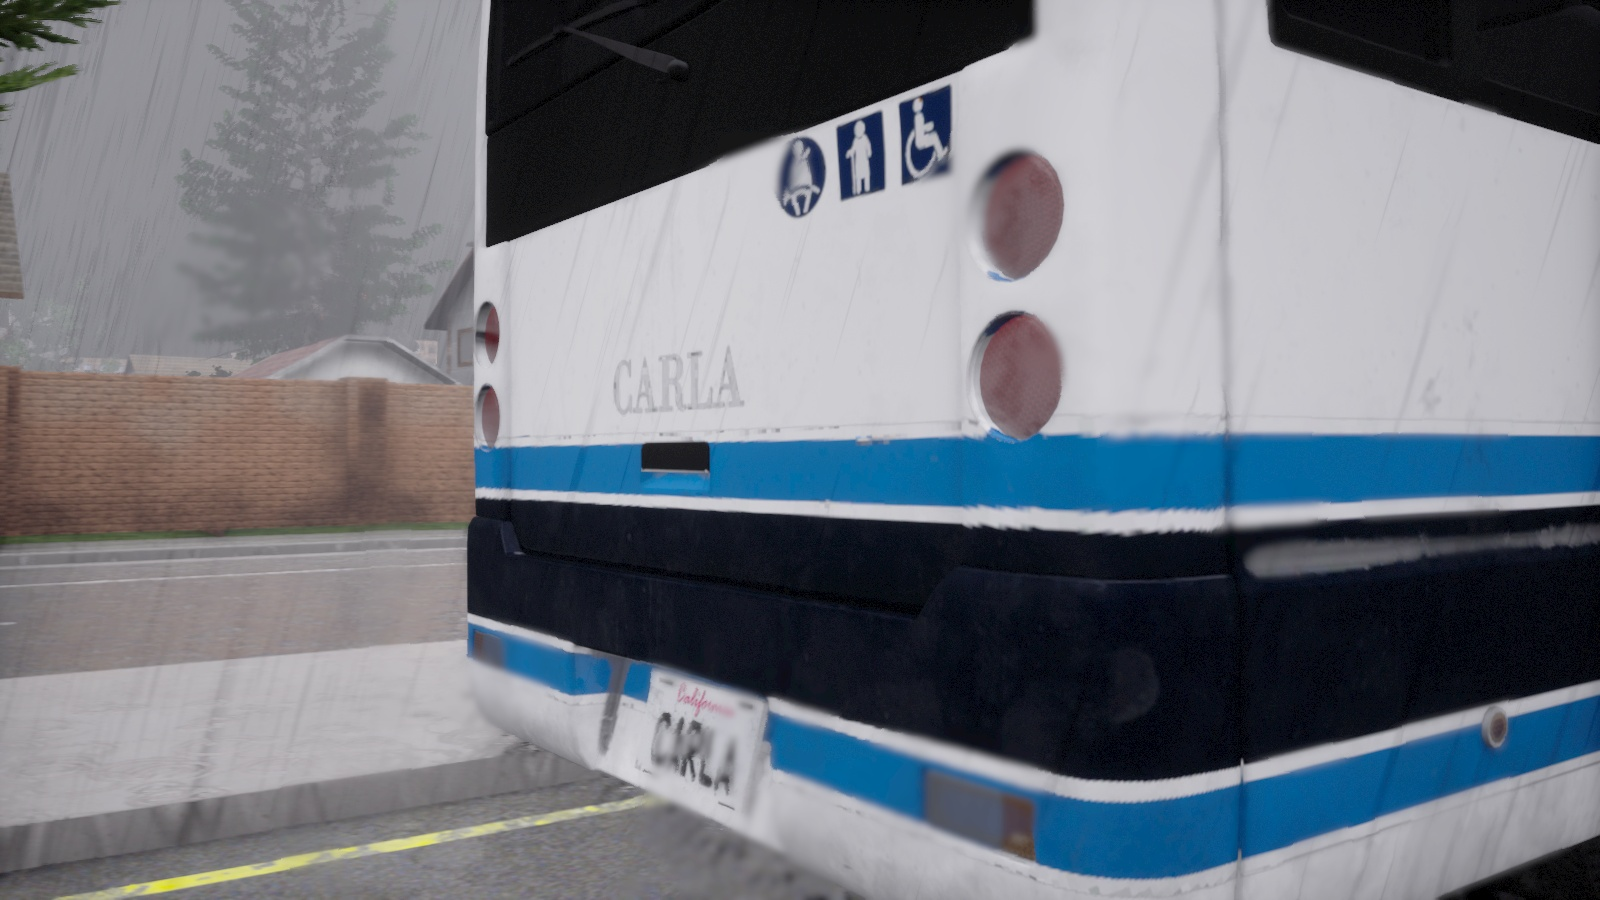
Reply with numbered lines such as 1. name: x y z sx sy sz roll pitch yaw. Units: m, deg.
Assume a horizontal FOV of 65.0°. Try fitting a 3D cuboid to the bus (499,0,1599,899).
1. bus: 4.108 -0.638 6.522 10.273 4.253 3.944 -1 0 -35
